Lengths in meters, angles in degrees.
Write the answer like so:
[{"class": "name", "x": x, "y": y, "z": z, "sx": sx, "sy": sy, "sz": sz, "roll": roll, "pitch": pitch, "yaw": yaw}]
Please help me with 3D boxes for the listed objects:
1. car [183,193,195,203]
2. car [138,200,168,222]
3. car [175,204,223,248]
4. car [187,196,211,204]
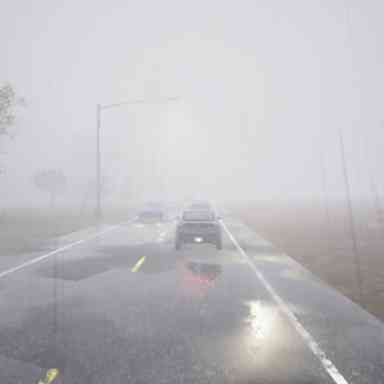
[{"class": "car", "x": -0.527, "y": 1.203, "z": 68.140, "sx": 2.150, "sy": 2.045, "sz": 5.566, "roll": 0, "pitch": 0, "yaw": 5}, {"class": "car", "x": -3.069, "y": 1.470, "z": 26.922, "sx": 1.882, "sy": 1.535, "sz": 5.008, "roll": 0, "pitch": 0, "yaw": 2}, {"class": "car", "x": 0.288, "y": 1.504, "z": 14.717, "sx": 1.837, "sy": 1.490, "sz": 4.892, "roll": 0, "pitch": 0, "yaw": 1}, {"class": "car", "x": 0.839, "y": 1.472, "z": 32.454, "sx": 1.882, "sy": 1.535, "sz": 5.008, "roll": 0, "pitch": 0, "yaw": 2}]
